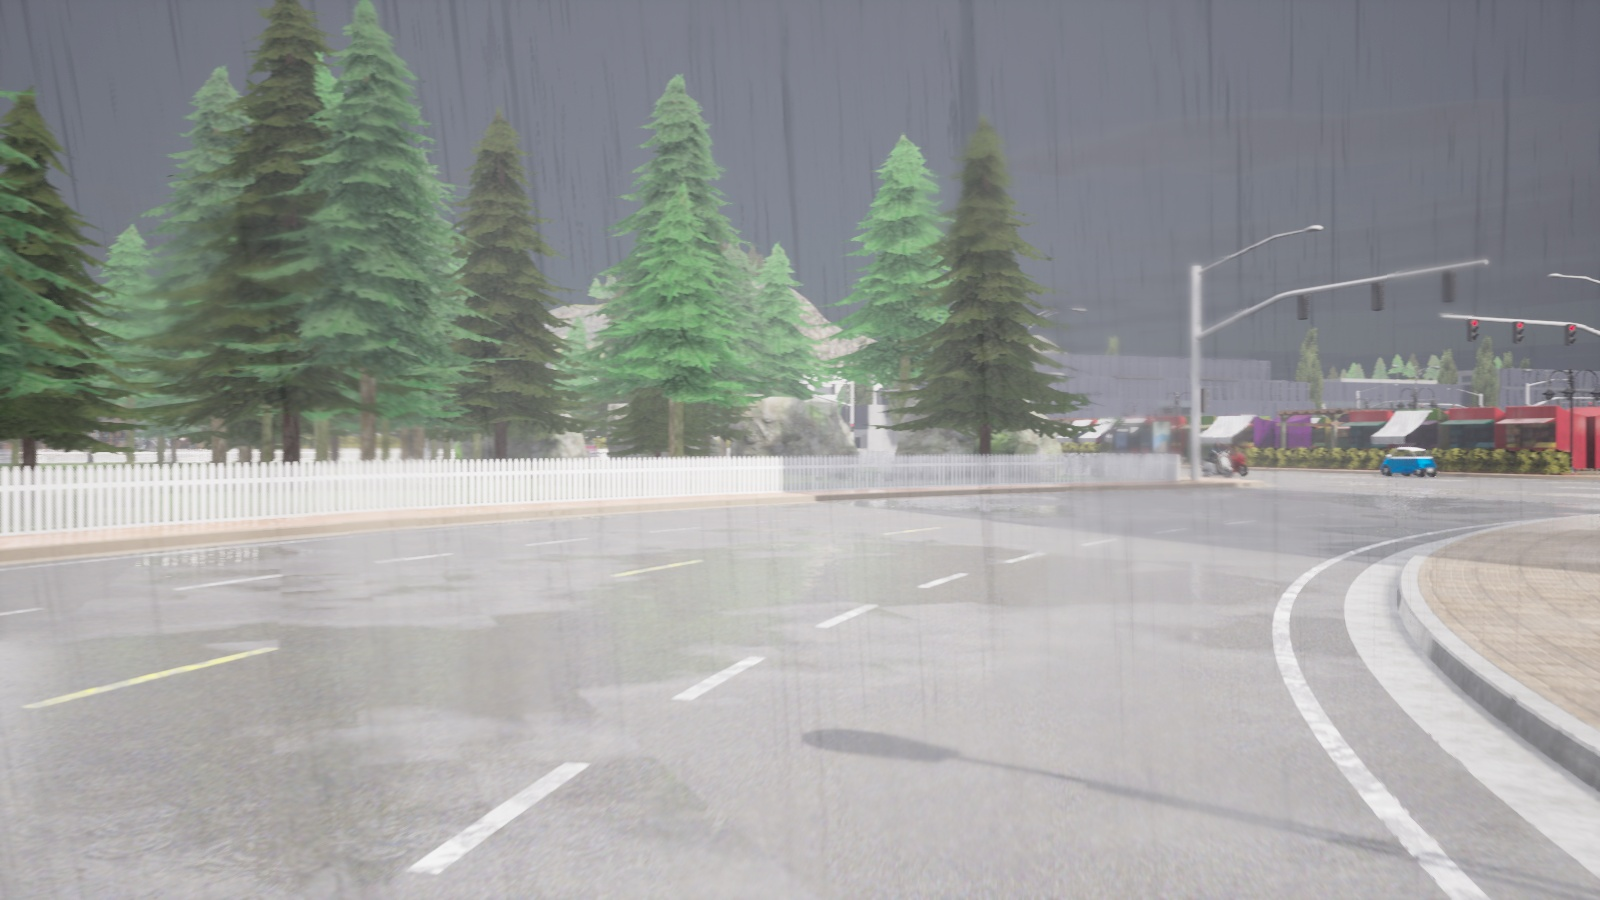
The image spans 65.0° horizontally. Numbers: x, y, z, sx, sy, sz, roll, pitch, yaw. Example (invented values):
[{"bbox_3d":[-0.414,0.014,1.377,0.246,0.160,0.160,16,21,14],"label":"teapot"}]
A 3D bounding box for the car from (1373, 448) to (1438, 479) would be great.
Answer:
[{"bbox_3d":[27.528,0.590,57.131,1.481,1.376,2.207,0,1,-24],"label":"car"}]

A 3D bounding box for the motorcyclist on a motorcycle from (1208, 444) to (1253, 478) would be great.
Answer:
[{"bbox_3d":[19.701,0.499,57.541,0.797,1.523,2.044,0,0,-22],"label":"motorcyclist on a motorcycle"}]

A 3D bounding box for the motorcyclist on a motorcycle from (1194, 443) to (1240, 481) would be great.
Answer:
[{"bbox_3d":[17.675,0.490,53.258,0.866,1.590,1.817,0,0,-22],"label":"motorcyclist on a motorcycle"}]
